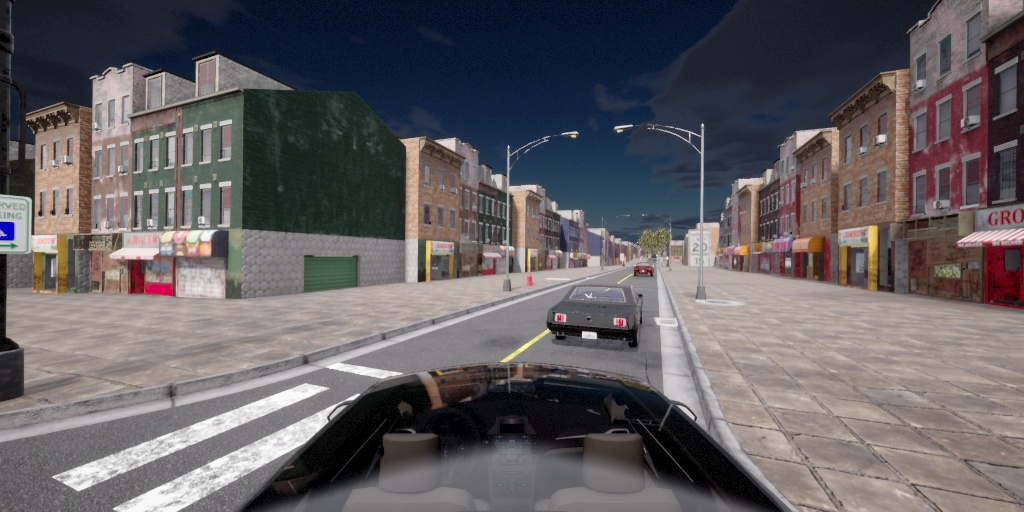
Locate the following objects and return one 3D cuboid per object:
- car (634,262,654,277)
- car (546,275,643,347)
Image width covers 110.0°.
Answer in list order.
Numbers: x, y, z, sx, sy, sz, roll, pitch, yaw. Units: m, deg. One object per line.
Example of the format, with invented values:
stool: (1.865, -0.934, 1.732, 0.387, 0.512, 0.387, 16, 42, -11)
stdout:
car: (14.299, 1.394, 38.842, 1.882, 1.535, 5.008, 1, 0, 22)
car: (2.431, 1.345, 9.442, 1.895, 1.301, 4.718, 1, 0, 22)
